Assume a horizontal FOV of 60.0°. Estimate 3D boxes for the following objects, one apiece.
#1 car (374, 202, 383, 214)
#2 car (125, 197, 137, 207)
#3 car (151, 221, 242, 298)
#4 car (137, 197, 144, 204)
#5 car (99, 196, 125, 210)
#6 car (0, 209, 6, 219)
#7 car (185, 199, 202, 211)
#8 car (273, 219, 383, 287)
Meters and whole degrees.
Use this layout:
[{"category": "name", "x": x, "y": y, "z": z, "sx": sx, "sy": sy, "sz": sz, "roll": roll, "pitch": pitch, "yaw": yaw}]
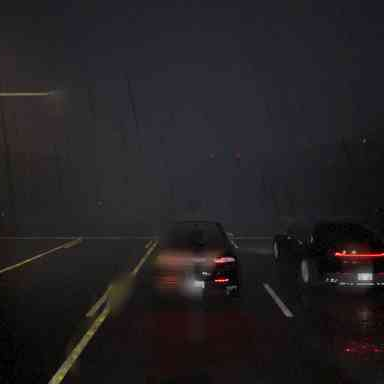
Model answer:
[{"category": "car", "x": 18.122, "y": 1.061, "z": 28.324, "sx": 4.902, "sy": 1.511, "sz": 2.128, "roll": -5, "pitch": 0, "yaw": 0}, {"category": "car", "x": -10.435, "y": 1.526, "z": 52.819, "sx": 1.812, "sy": 1.442, "sz": 4.674, "roll": 0, "pitch": 0, "yaw": 1}, {"category": "car", "x": 0.100, "y": 1.492, "z": 8.535, "sx": 2.128, "sy": 1.511, "sz": 4.902, "roll": 0, "pitch": 0, "yaw": 0}, {"category": "car", "x": -10.375, "y": 1.564, "z": 62.800, "sx": 1.994, "sy": 1.385, "sz": 4.181, "roll": 0, "pitch": 0, "yaw": 1}, {"category": "car", "x": -10.468, "y": 1.352, "z": 42.785, "sx": 2.097, "sy": 1.767, "sz": 4.553, "roll": 0, "pitch": 0, "yaw": 0}, {"category": "car", "x": -16.529, "y": 1.492, "z": 24.776, "sx": 4.902, "sy": 1.511, "sz": 2.128, "roll": 0, "pitch": 0, "yaw": -3}, {"category": "car", "x": 0.233, "y": 1.526, "z": 40.746, "sx": 1.812, "sy": 1.442, "sz": 4.674, "roll": 0, "pitch": 0, "yaw": 1}, {"category": "car", "x": 3.605, "y": 1.505, "z": 9.297, "sx": 1.837, "sy": 1.490, "sz": 4.892, "roll": 0, "pitch": 0, "yaw": 1}]
